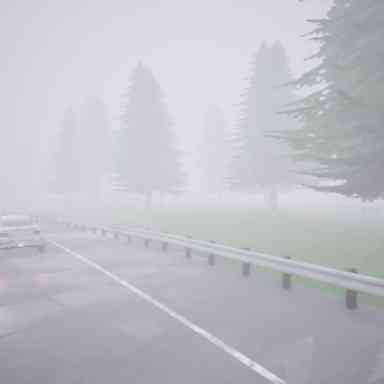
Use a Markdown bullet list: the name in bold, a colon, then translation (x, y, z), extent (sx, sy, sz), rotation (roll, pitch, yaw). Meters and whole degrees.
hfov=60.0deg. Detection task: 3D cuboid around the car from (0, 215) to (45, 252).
- **car**: translation (-7.462, 1.673, 13.930), extent (1.812, 1.442, 4.674), rotation (0, 0, -34)
